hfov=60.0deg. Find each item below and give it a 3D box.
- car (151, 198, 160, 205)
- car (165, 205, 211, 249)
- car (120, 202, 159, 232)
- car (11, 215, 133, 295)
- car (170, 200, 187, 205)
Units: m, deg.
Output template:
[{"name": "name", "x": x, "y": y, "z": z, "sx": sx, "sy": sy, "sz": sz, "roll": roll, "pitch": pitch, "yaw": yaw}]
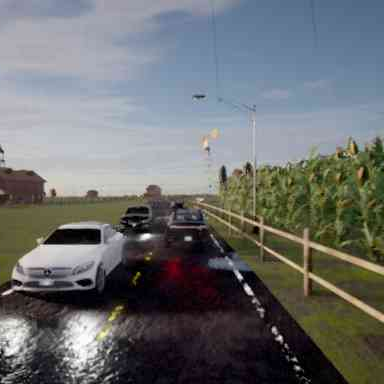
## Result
[{"name": "car", "x": -7.996, "y": 1.974, "z": 72.603, "sx": 1.812, "sy": 1.442, "sz": 4.674, "roll": 0, "pitch": 0, "yaw": -7}, {"name": "car", "x": -0.202, "y": 1.568, "z": 15.085, "sx": 2.128, "sy": 1.511, "sz": 4.902, "roll": 0, "pitch": 0, "yaw": -1}, {"name": "car", "x": -3.358, "y": 1.615, "z": 21.126, "sx": 1.837, "sy": 1.490, "sz": 4.892, "roll": 0, "pitch": 0, "yaw": -2}, {"name": "car", "x": -2.974, "y": 1.570, "z": 9.023, "sx": 1.812, "sy": 1.442, "sz": 4.674, "roll": 0, "pitch": 0, "yaw": -1}, {"name": "car", "x": -1.549, "y": 1.711, "z": 39.304, "sx": 2.128, "sy": 1.511, "sz": 4.902, "roll": 0, "pitch": 0, "yaw": -4}]
